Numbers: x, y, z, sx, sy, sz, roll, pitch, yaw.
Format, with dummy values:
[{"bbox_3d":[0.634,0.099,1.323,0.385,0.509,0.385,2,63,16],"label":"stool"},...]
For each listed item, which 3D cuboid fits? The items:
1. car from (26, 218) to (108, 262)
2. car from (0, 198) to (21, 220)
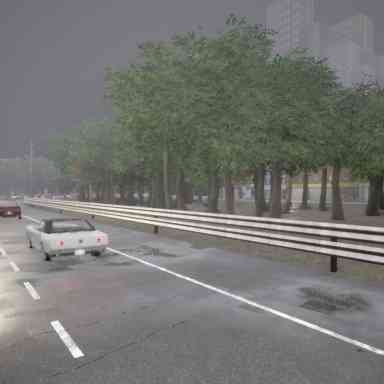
[{"bbox_3d":[-4.806,1.600,12.303,1.895,1.301,4.718,0,0,-35],"label":"car"},{"bbox_3d":[-15.601,1.476,27.827,1.882,1.535,5.008,0,0,-35],"label":"car"}]
